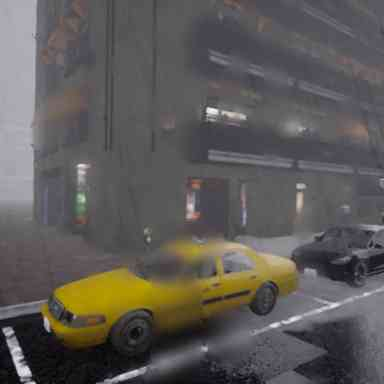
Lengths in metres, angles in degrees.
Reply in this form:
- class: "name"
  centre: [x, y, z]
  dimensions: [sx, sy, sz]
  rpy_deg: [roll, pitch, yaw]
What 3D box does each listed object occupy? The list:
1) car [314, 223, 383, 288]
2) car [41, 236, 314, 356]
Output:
- class: "car"
  centre: [4.697, 1.604, 9.436]
  dimensions: [4.313, 1.339, 1.947]
  rpy_deg: [0, 1, -35]
- class: "car"
  centre: [-0.059, 1.540, 6.045]
  dimensions: [4.829, 1.417, 1.752]
  rpy_deg: [0, 1, -35]
